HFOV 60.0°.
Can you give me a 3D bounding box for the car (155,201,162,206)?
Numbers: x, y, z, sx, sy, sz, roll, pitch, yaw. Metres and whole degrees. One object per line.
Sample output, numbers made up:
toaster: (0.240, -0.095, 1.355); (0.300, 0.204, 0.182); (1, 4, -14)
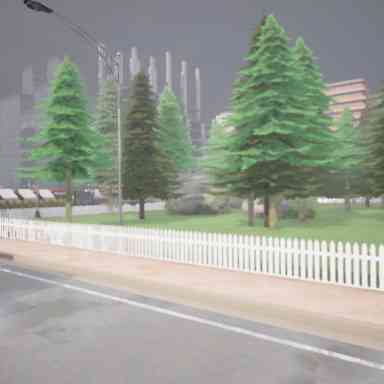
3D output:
car: (-5.439, 1.813, 66.196); (2.097, 1.767, 4.553); (-1, 0, 34)
